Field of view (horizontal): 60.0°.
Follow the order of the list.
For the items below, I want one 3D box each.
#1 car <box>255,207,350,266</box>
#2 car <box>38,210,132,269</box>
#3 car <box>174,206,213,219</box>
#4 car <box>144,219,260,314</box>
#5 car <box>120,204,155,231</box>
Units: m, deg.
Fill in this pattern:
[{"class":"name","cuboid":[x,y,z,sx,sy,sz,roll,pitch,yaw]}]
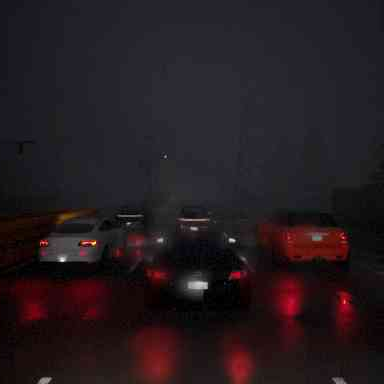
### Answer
[{"class":"car","cuboid":[3.599,1.353,11.694,2.097,1.767,4.553,0,0,0]},{"class":"car","cuboid":[-3.402,1.526,11.029,1.812,1.442,4.674,0,0,0]},{"class":"car","cuboid":[0.097,1.492,17.635,2.128,1.511,4.902,0,0,0]},{"class":"car","cuboid":[0.099,1.564,7.686,1.994,1.385,4.181,0,0,0]},{"class":"car","cuboid":[-3.404,1.491,20.297,2.128,1.511,4.902,0,0,0]}]
